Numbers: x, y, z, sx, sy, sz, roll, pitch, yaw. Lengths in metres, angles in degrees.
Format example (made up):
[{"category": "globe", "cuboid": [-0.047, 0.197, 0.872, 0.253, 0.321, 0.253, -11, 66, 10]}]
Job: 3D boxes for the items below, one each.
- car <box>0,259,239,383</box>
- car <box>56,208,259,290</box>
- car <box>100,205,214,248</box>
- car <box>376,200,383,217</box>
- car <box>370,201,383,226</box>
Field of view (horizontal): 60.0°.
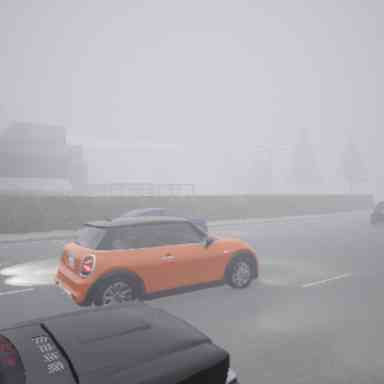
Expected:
[{"category": "car", "cuboid": [-1.917, 1.601, 2.379, 4.718, 1.301, 1.895, 0, 0, -35]}, {"category": "car", "cuboid": [-0.596, 1.352, 7.621, 4.553, 1.767, 2.097, 0, 0, -36]}, {"category": "car", "cuboid": [-1.532, 1.477, 15.551, 5.008, 1.535, 1.882, 0, 0, -36]}, {"category": "car", "cuboid": [19.193, 1.491, 30.751, 4.902, 1.511, 2.128, 0, 0, -39]}, {"category": "car", "cuboid": [14.010, 1.352, 22.336, 4.553, 1.767, 2.097, 0, 0, -36]}]
